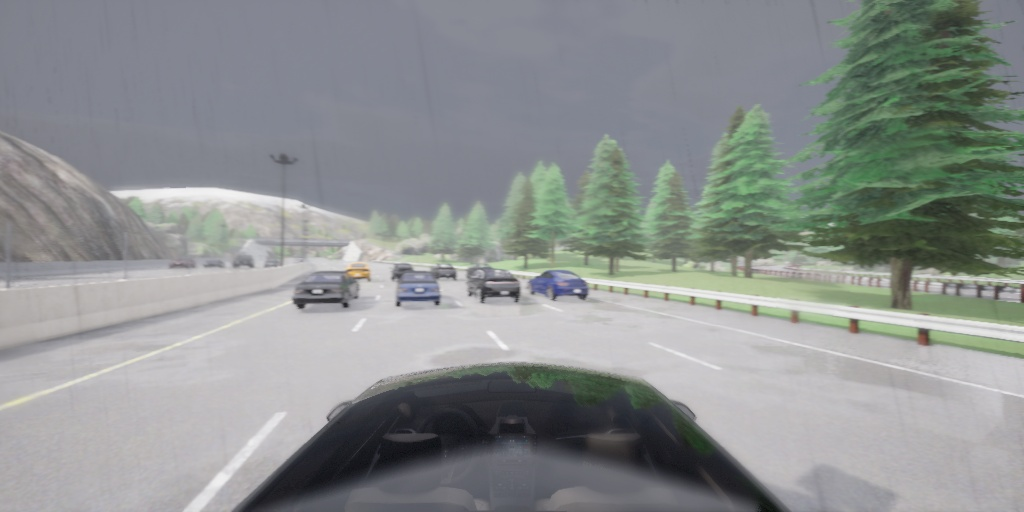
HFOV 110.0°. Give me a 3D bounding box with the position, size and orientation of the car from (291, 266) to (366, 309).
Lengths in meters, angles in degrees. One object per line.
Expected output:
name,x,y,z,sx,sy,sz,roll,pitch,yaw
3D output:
car,-7.620,1.311,15.104,2.033,1.411,5.357,1,0,-17

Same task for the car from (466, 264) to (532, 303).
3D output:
car,-1.017,1.353,17.436,2.128,1.511,4.902,1,0,-17

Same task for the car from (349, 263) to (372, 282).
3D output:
car,-12.858,1.297,30.089,1.882,1.535,5.008,1,0,-22

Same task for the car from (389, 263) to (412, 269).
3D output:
car,-9.535,1.375,31.205,1.837,1.490,4.892,1,0,-22

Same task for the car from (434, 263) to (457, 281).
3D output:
car,-6.272,1.408,32.471,2.128,1.511,4.902,1,0,-21

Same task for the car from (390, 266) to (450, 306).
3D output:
car,-4.273,1.359,16.127,2.033,1.411,5.357,1,0,-17

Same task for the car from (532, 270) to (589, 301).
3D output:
car,2.300,1.434,18.554,1.812,1.442,4.674,1,0,-17

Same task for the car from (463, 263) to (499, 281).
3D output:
car,-3.011,1.456,33.740,2.128,1.511,4.902,1,0,-21
